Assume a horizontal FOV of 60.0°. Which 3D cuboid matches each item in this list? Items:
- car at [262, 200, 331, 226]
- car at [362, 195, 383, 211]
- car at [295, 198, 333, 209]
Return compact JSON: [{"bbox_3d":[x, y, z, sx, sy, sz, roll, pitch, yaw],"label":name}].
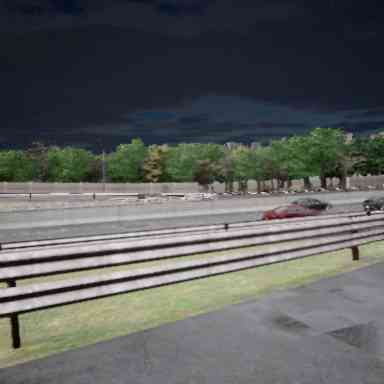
[{"bbox_3d":[7.754,1.739,25.370,5.008,1.535,1.882,-3,2,-22],"label":"car"},{"bbox_3d":[19.710,1.104,34.056,4.892,1.490,1.837,-3,2,-22],"label":"car"},{"bbox_3d":[12.453,1.357,34.866,4.892,1.490,1.837,-3,2,-22],"label":"car"}]
